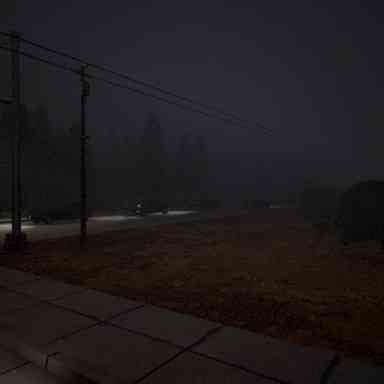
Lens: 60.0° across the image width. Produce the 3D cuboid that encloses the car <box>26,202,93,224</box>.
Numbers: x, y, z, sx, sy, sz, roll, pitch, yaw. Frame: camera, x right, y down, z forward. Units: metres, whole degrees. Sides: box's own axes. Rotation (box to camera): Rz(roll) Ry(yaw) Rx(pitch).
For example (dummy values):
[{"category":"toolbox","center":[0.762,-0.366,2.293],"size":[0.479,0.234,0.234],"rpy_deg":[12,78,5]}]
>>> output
[{"category":"car","center":[-9.732,1.513,24.808],"size":[1.837,1.490,4.892],"rpy_deg":[0,0,37]}]

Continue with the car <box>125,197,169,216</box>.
[{"category":"car","center":[-4.327,1.312,32.097],"size":[2.097,1.767,4.553],"rpy_deg":[0,0,37]}]

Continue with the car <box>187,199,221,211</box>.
[{"category":"car","center":[1.523,1.510,39.971],"size":[1.895,1.301,4.718],"rpy_deg":[0,0,37]}]

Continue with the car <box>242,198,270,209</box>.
[{"category":"car","center":[8.395,1.466,43.049],"size":[1.895,1.301,4.718],"rpy_deg":[0,0,37]}]
